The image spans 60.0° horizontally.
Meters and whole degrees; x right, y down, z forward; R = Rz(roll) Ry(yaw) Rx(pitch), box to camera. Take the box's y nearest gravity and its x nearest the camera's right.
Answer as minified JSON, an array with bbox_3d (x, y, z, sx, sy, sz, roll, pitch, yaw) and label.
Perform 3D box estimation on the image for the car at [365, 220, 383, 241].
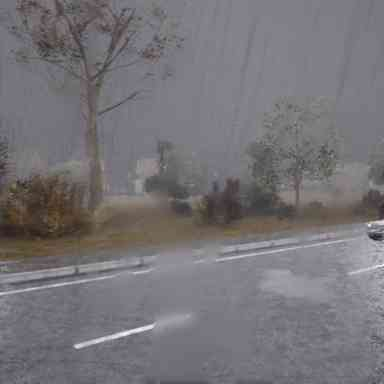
[{"bbox_3d":[10.035,1.577,15.416,4.718,1.301,1.895,0,0,-35],"label":"car"}]
